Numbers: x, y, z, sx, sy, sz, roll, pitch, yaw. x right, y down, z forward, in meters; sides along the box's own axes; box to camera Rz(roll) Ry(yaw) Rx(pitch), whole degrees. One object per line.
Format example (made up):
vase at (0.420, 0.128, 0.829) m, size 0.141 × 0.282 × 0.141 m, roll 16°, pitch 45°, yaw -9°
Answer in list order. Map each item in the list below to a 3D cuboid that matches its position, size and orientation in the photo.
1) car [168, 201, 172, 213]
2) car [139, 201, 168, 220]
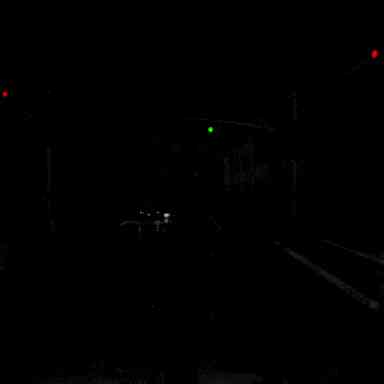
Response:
car at (-3.490, 1.747, 40.362) m, size 2.033 × 1.411 × 5.357 m, roll 0°, pitch 0°, yaw 0°
car at (-3.526, 1.651, 29.725) m, size 1.837 × 1.490 × 4.892 m, roll 0°, pitch 0°, yaw 0°
